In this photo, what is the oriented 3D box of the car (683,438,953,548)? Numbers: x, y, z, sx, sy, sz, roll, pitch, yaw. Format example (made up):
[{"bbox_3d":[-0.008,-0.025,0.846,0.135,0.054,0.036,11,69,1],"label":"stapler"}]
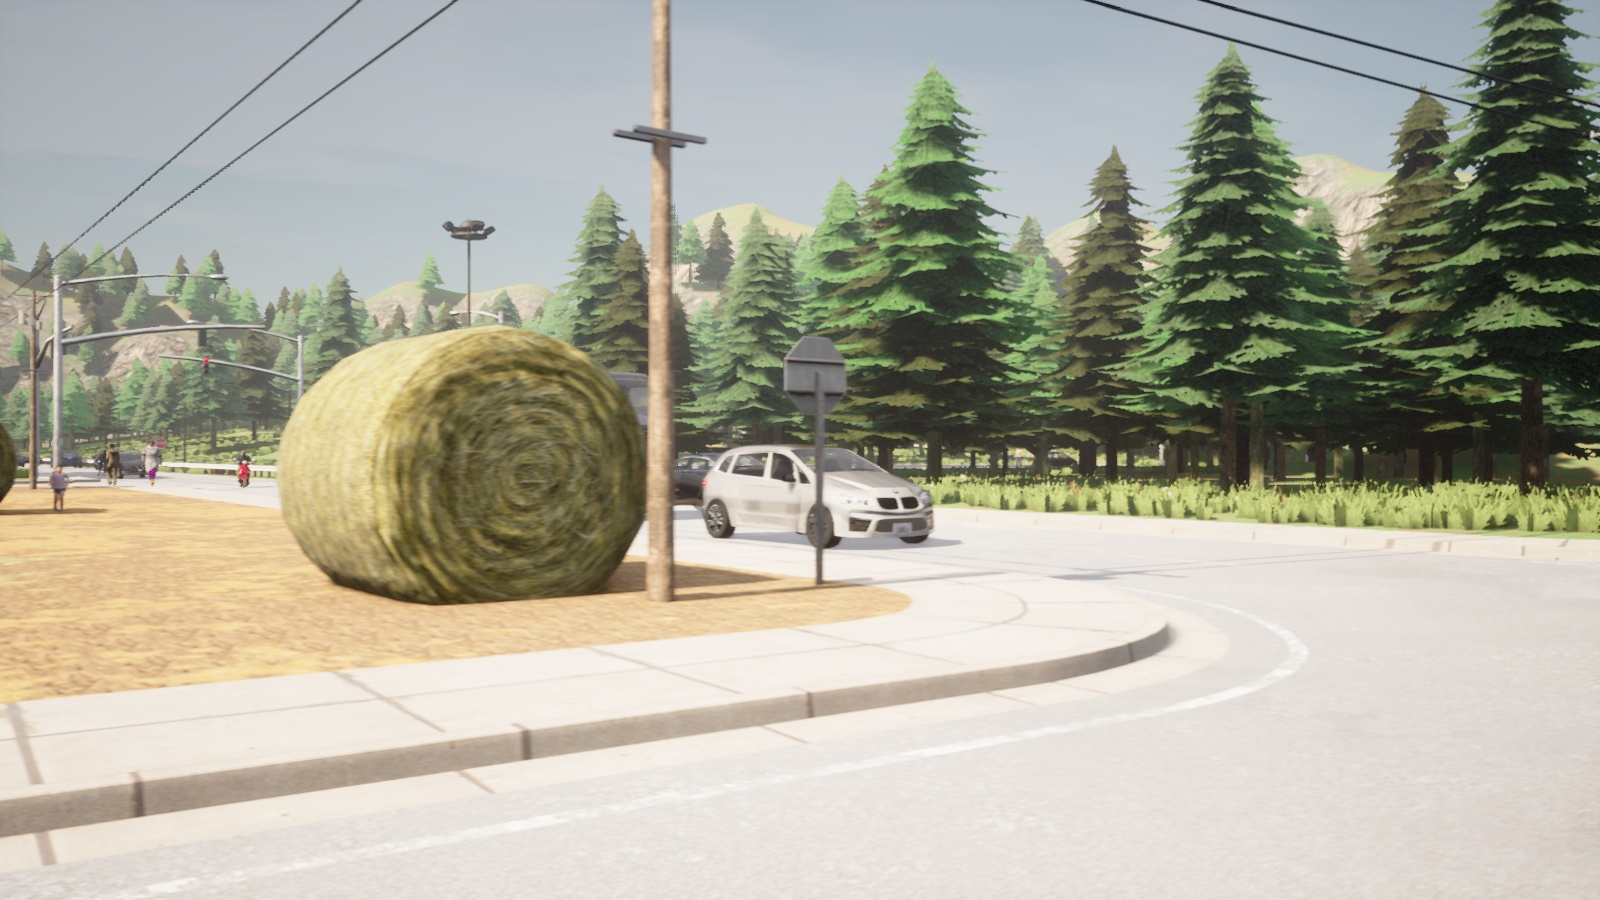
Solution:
[{"bbox_3d":[0.187,0.656,21.535,2.242,1.667,4.611,0,0,-37],"label":"car"}]

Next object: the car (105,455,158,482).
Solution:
[{"bbox_3d":[-37.606,1.021,70.562,1.837,1.490,4.892,0,0,-38],"label":"car"}]

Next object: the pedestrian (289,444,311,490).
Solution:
[{"bbox_3d":[-21.200,0.728,53.257,0.788,1.949,0.423,0,0,-41],"label":"pedestrian"}]

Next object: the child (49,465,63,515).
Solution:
[{"bbox_3d":[-16.687,0.896,28.168,0.255,1.110,0.394,0,0,-27],"label":"child"}]

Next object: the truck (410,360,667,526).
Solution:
[{"bbox_3d":[-6.531,-0.134,30.244,2.891,3.462,7.936,0,0,-38],"label":"truck"}]

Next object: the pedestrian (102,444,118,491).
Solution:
[{"bbox_3d":[-28.729,0.734,52.284,0.692,1.930,0.396,0,0,43],"label":"pedestrian"}]

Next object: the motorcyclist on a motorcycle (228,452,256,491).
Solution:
[{"bbox_3d":[-23.375,0.886,52.585,0.866,1.590,1.817,1,0,-29],"label":"motorcyclist on a motorcycle"}]

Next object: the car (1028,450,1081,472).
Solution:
[{"bbox_3d":[18.492,0.803,91.157,3.705,1.549,1.789,0,0,-36],"label":"car"}]

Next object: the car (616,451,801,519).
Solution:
[{"bbox_3d":[-2.308,0.790,30.501,2.128,1.511,4.902,0,0,-38],"label":"car"}]

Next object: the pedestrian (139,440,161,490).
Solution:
[{"bbox_3d":[-25.474,0.588,49.235,0.659,1.952,0.873,0,0,-21],"label":"pedestrian"}]
